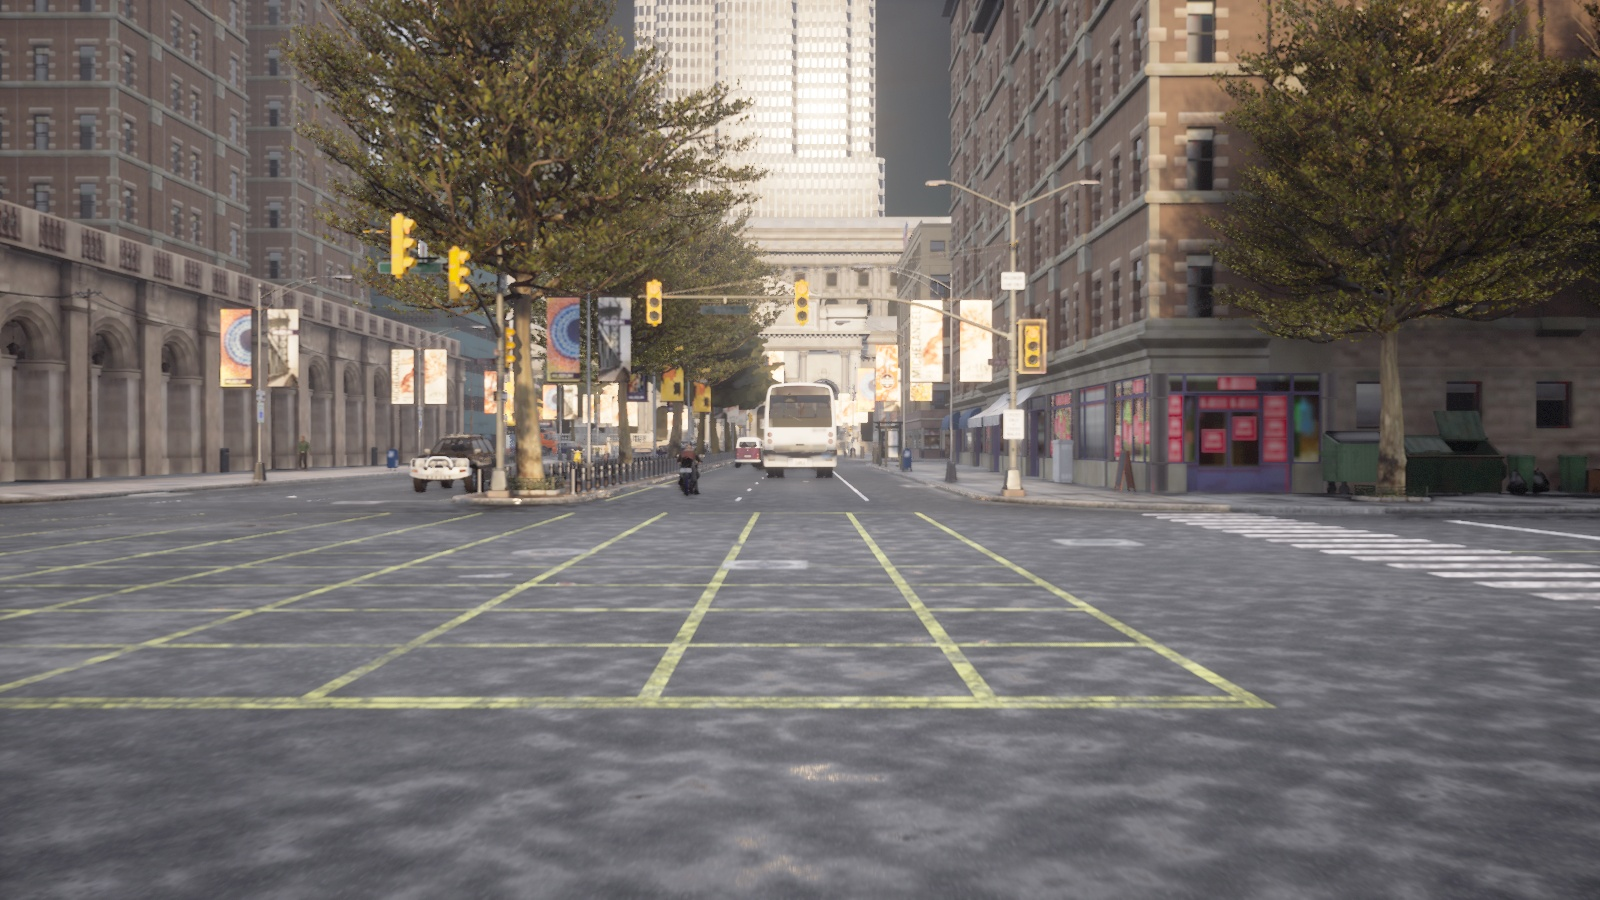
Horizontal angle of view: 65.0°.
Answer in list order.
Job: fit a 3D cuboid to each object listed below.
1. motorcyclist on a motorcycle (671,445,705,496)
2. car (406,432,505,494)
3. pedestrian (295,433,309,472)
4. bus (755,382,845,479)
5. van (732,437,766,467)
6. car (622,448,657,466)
[{"bbox_3d":[-3.444,0.624,38.781,0.866,1.530,2.191,0,0,0],"label":"motorcyclist on a motorcycle"},{"bbox_3d":[-11.380,0.379,41.806,1.932,1.855,4.605,0,2,1],"label":"car"},{"bbox_3d":[-24.995,0.130,63.056,0.423,1.949,0.788,0,0,0],"label":"pedestrian"},{"bbox_3d":[0.005,-0.871,60.325,3.944,4.253,10.273,0,0,0],"label":"bus"},{"bbox_3d":[-3.475,0.125,86.320,2.069,2.038,4.480,0,1,1],"label":"van"},{"bbox_3d":[-11.408,0.479,89.613,1.895,1.301,4.718,0,0,0],"label":"car"}]
